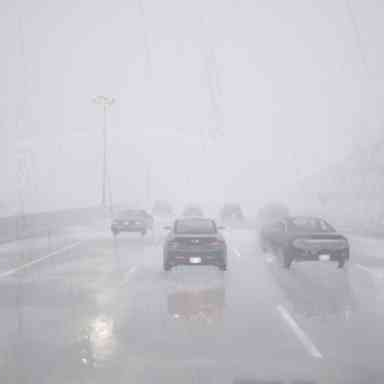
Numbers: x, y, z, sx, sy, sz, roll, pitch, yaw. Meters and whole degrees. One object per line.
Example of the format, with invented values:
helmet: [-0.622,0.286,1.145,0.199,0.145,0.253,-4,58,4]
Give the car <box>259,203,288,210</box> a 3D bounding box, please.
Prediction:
car: [7.073,1.717,29.018,1.837,1.490,4.892,0,0,0]

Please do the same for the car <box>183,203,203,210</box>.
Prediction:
car: [0.070,1.761,32.308,1.812,1.442,4.674,0,0,0]

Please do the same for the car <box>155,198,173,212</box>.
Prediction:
car: [-3.438,1.645,40.124,2.097,1.767,4.553,0,0,0]

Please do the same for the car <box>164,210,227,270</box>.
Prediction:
car: [0.089,1.588,11.304,1.837,1.490,4.892,0,0,0]

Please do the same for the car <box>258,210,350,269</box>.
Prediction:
car: [3.589,1.576,11.435,2.128,1.511,4.902,0,0,0]

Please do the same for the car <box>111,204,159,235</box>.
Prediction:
car: [-3.419,1.692,19.819,2.033,1.411,5.357,0,0,0]

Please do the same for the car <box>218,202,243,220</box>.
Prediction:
car: [3.570,1.731,31.051,1.837,1.490,4.892,0,0,0]
